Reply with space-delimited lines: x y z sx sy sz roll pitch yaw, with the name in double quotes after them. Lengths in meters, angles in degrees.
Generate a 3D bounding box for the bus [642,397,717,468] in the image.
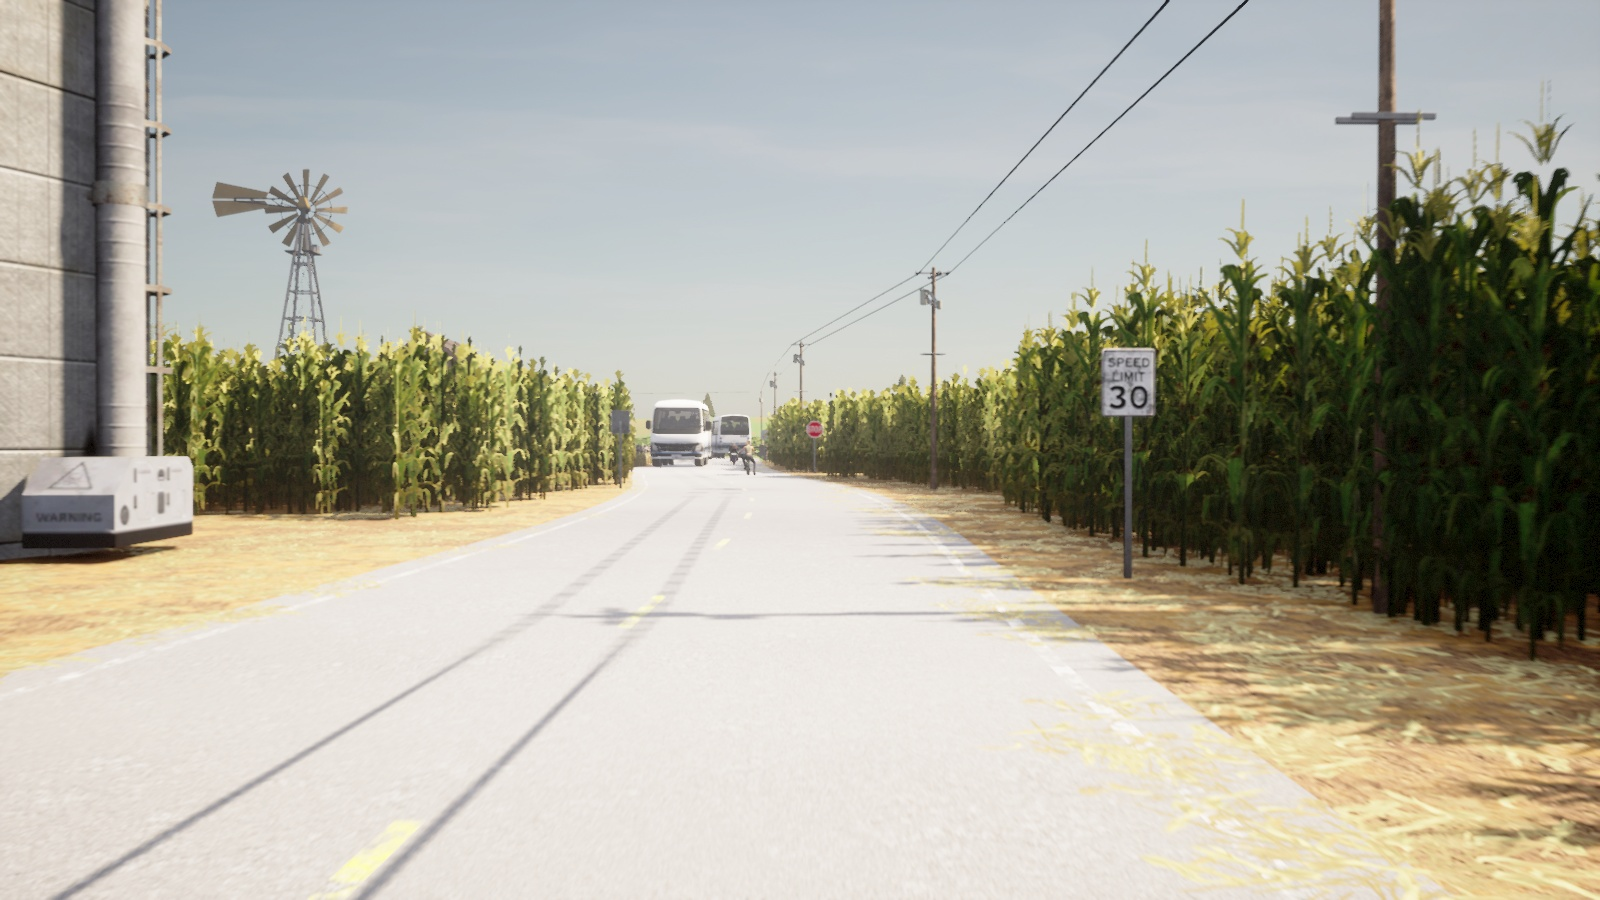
-7.632 -1.093 81.004 3.944 4.253 10.273 0 0 -1 "bus"
